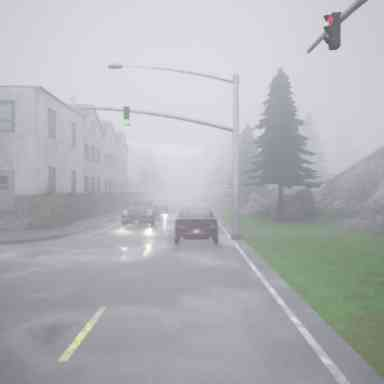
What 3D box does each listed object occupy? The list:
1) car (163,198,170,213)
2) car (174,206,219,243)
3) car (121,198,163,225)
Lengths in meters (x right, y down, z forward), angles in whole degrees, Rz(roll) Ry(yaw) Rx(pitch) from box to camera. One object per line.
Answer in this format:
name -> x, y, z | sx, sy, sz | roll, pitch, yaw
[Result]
car -> -3.389, 1.413, 35.293 | 1.812, 1.442, 4.674 | 0, 0, 0
car -> 0.195, 1.424, 15.875 | 1.882, 1.535, 5.008 | 0, 0, 0
car -> -3.460, 1.280, 23.083 | 2.097, 1.767, 4.553 | 0, 0, 0
